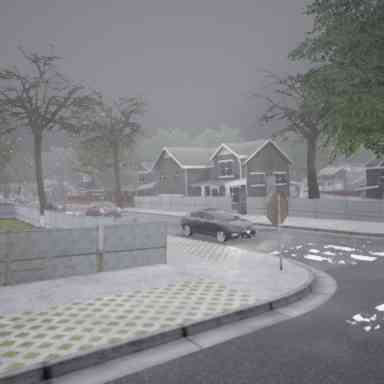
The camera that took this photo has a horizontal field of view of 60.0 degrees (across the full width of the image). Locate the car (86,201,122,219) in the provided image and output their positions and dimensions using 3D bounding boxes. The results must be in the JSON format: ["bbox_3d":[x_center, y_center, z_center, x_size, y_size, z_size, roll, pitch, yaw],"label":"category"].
[{"bbox_3d":[-8.294,1.629,31.093,2.097,1.767,4.553,-3,2,-35],"label":"car"}]

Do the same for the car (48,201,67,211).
[{"bbox_3d":[-19.034,1.958,46.550,2.128,1.511,4.902,-3,1,-35],"label":"car"}]

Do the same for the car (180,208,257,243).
[{"bbox_3d":[1.244,1.646,17.529,1.837,1.490,4.892,-3,2,-35],"label":"car"}]
